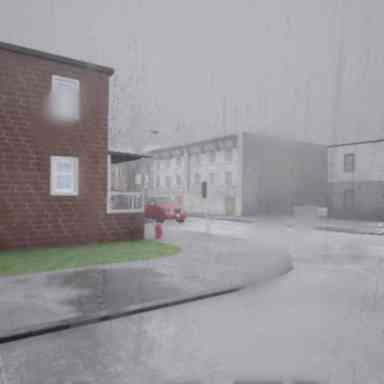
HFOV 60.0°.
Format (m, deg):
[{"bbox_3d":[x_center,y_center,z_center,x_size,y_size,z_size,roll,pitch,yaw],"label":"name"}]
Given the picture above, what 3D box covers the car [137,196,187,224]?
[{"bbox_3d":[-2.616,1.398,26.819,2.150,2.045,5.566,1,-1,-35],"label":"car"}]
